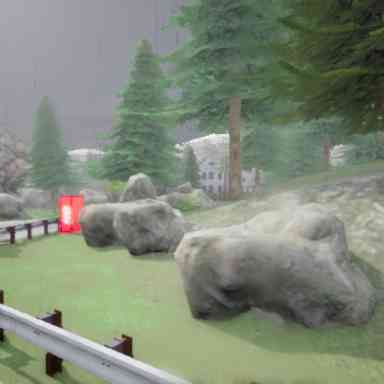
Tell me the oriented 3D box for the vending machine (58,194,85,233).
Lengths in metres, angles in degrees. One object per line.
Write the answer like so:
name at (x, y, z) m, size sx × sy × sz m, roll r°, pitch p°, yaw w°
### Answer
vending machine at (-6.710, 1.174, 18.492) m, size 1.100 × 2.100 × 0.880 m, roll 0°, pitch 0°, yaw 12°
